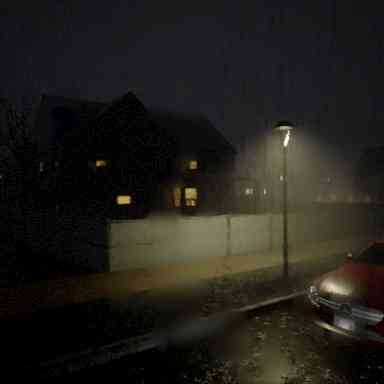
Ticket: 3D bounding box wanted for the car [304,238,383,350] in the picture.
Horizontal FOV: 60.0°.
[{"bbox_3d":[3.985,1.556,5.919,4.674,1.442,1.812,0,0,-36],"label":"car"}]
